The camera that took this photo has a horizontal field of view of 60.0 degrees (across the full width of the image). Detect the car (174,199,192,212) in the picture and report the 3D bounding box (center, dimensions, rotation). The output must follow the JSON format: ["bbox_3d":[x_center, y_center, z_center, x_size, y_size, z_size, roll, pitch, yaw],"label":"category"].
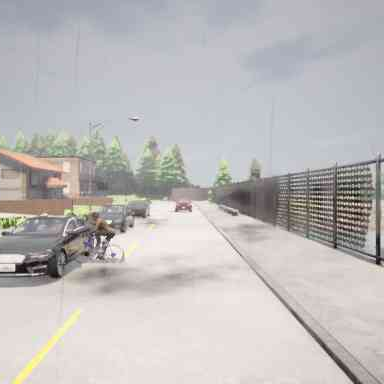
[{"bbox_3d":[-0.949,1.526,38.067,1.812,1.442,4.674,0,0,-1],"label":"car"}]

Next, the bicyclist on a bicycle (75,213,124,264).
[{"bbox_3d":[-2.927,1.491,10.466,1.656,1.620,0.582,4,0,-2],"label":"bicyclist on a bicycle"}]

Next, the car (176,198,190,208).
[{"bbox_3d":[-1.277,1.601,48.235,1.895,1.301,4.718,0,0,-1],"label":"car"}]

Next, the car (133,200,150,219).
[{"bbox_3d":[-4.861,1.478,29.606,1.882,1.535,5.008,0,0,-1],"label":"car"}]

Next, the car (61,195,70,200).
[{"bbox_3d":[-18.499,1.134,45.112,3.633,1.501,1.845,0,0,-2],"label":"car"}]

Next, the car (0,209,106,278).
[{"bbox_3d":[-4.352,1.488,10.155,2.128,1.511,4.902,0,0,-2],"label":"car"}]

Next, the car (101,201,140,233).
[{"bbox_3d":[-4.605,1.491,19.703,2.128,1.511,4.902,0,0,-2],"label":"car"}]
